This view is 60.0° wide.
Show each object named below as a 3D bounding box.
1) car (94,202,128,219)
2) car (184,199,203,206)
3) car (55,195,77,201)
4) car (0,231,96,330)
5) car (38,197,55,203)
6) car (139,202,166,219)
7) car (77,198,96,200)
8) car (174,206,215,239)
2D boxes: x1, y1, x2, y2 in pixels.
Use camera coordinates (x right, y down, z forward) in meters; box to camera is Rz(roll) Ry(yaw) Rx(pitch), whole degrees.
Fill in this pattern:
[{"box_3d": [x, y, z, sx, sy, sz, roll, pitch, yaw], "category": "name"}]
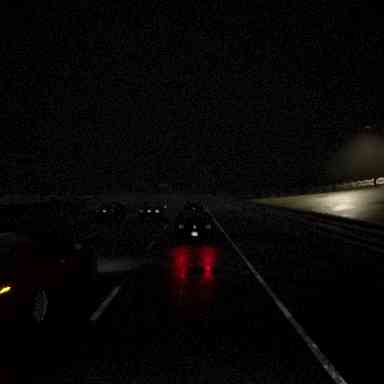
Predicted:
[{"box_3d": [-6.839, 1.543, 28.558, 2.033, 1.411, 5.357, 0, 0, 0], "category": "car"}, {"box_3d": [0.180, 1.471, 35.529, 1.882, 1.535, 5.008, 0, 0, 0], "category": "car"}, {"box_3d": [-20.913, 1.358, 56.688, 2.097, 1.767, 4.553, 0, 0, 1], "category": "car"}, {"box_3d": [-3.398, 1.525, 6.770, 1.812, 1.442, 4.674, 0, 0, 0], "category": "car"}, {"box_3d": [-24.406, 1.532, 56.596, 1.812, 1.442, 4.674, 0, 0, 1], "category": "car"}, {"box_3d": [-3.339, 1.543, 28.543, 2.033, 1.411, 5.357, 0, 0, 0], "category": "car"}, {"box_3d": [-17.412, 1.607, 56.593, 1.895, 1.301, 4.718, 0, 0, 1], "category": "car"}, {"box_3d": [0.132, 1.597, 17.211, 1.895, 1.301, 4.718, 0, 0, 0], "category": "car"}]
